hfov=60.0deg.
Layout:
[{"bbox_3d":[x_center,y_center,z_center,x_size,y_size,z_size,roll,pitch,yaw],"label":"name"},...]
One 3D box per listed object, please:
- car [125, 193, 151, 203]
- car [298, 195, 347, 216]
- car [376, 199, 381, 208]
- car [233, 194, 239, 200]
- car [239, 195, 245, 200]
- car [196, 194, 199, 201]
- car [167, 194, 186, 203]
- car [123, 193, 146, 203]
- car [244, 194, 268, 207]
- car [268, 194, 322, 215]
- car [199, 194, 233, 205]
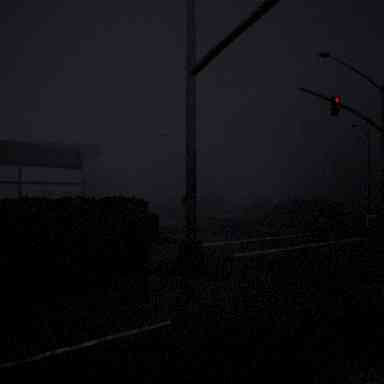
[{"bbox_3d":[-9.536,1.361,60.535,3.806,1.475,1.970,0,0,-35],"label":"car"},{"bbox_3d":[12.047,1.340,29.998,4.514,1.523,2.007,0,0,-35],"label":"car"},{"bbox_3d":[25.558,1.384,43.145,3.806,1.475,1.970,0,0,-35],"label":"car"},{"bbox_3d":[9.454,1.232,77.931,3.806,1.475,1.970,0,0,-35],"label":"car"},{"bbox_3d":[13.408,1.154,72.866,5.027,1.636,2.152,0,0,-35],"label":"car"},{"bbox_3d":[1.581,1.298,76.875,4.514,1.523,2.007,0,0,-35],"label":"car"},{"bbox_3d":[-2.620,1.097,65.441,4.605,1.855,1.932,0,0,-35],"label":"car"},{"bbox_3d":[-10.947,1.077,63.607,3.866,1.878,1.905,0,0,-35],"label":"car"},{"bbox_3d":[9.669,1.320,46.639,3.633,1.501,1.845,0,0,-35],"label":"car"},{"bbox_3d":[10.200,1.330,32.534,5.027,1.636,2.152,0,0,-35],"label":"car"},{"bbox_3d":[3.959,1.298,54.839,4.514,1.523,2.007,0,0,-35],"label":"car"}]
